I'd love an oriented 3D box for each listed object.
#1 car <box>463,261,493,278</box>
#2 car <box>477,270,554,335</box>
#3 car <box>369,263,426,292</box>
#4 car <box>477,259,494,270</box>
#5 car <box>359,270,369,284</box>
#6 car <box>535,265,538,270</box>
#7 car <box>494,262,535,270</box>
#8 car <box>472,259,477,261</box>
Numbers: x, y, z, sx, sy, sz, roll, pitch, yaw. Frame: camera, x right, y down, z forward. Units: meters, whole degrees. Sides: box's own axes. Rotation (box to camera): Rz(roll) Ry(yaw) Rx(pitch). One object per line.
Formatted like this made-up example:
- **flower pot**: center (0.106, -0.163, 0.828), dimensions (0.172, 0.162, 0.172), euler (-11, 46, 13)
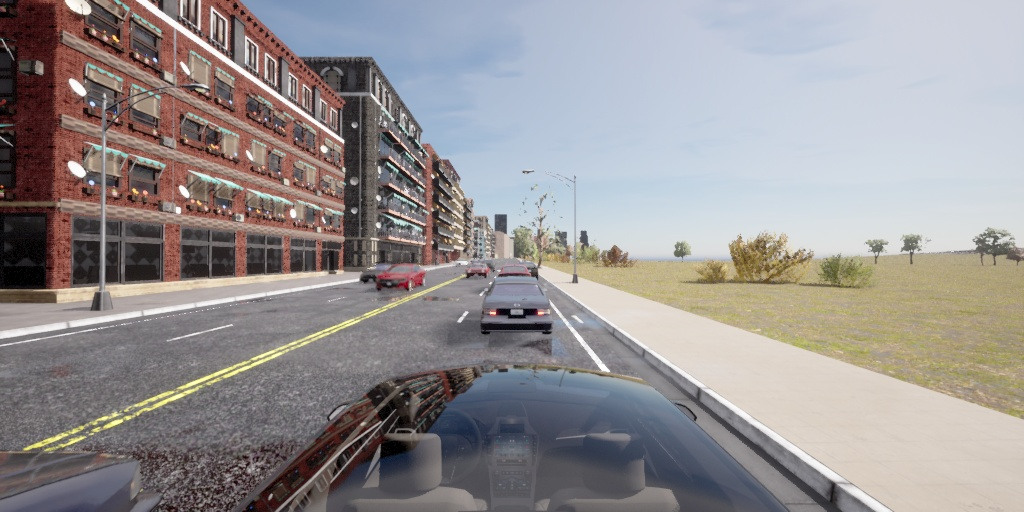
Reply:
- **car**: center (-3.092, 1.355, 33.326), dimensions (1.895, 1.301, 4.718), euler (0, 0, 0)
- **car**: center (0.115, 1.299, 10.525), dimensions (2.033, 1.411, 5.357), euler (0, 0, 0)
- **car**: center (-6.565, 1.231, 21.659), dimensions (1.882, 1.535, 5.008), euler (0, 0, 0)
- **car**: center (-3.067, 1.259, 45.848), dimensions (1.837, 1.490, 4.892), euler (0, 0, 0)
- **car**: center (-9.803, 1.301, 27.577), dimensions (2.033, 1.411, 5.357), euler (0, 0, 0)
- **car**: center (1.191, 1.232, 30.503), dimensions (1.882, 1.535, 5.008), euler (0, 0, 0)
- **car**: center (0.138, 1.231, 21.065), dimensions (1.882, 1.535, 5.008), euler (0, 0, 0)
- **car**: center (-6.436, 1.243, 64.605), dimensions (2.128, 1.511, 4.902), euler (0, 0, 1)
